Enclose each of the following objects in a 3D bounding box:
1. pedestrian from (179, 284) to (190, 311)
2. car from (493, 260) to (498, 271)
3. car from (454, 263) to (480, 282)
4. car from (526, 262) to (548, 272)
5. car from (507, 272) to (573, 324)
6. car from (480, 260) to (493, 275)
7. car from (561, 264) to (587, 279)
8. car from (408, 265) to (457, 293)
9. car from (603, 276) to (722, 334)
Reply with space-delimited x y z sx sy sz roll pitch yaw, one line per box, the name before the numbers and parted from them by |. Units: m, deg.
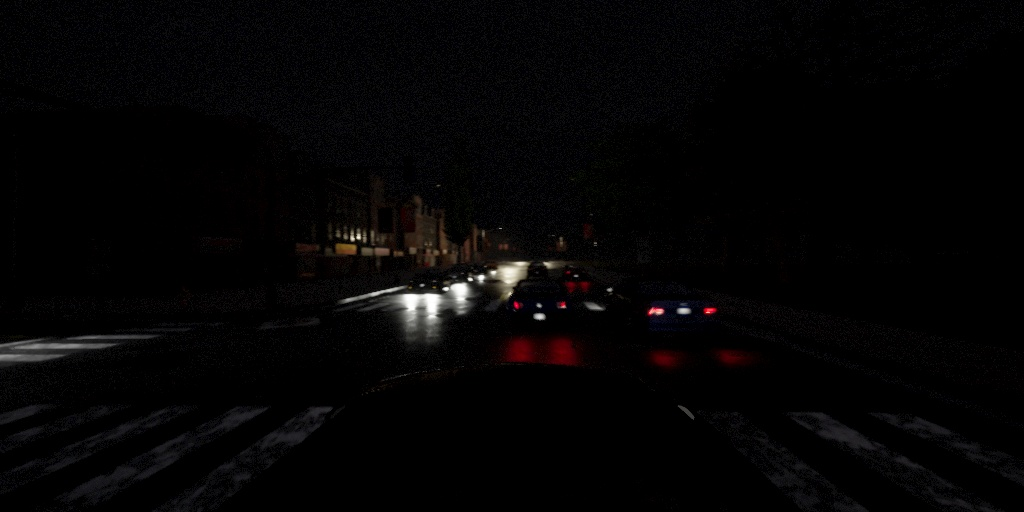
pedestrian | -13.192 1.619 14.493 0.500 1.100 0.500 -1 -1 4
car | -3.104 1.329 51.955 1.882 1.535 5.008 -1 0 4
car | -4.497 1.426 31.756 2.128 1.511 4.902 -1 0 4
car | 2.363 1.297 33.888 1.882 1.535 5.008 -1 0 4
car | 0.922 1.420 12.295 1.895 1.301 4.718 -1 0 4
car | -3.815 1.458 41.636 1.994 1.385 4.181 -1 0 4
car | 5.496 1.374 32.161 1.895 1.301 4.718 -1 0 4
car | -5.095 1.514 22.811 1.994 1.385 4.181 -1 0 4
car | 4.068 1.309 10.647 2.033 1.411 5.357 -1 0 4
